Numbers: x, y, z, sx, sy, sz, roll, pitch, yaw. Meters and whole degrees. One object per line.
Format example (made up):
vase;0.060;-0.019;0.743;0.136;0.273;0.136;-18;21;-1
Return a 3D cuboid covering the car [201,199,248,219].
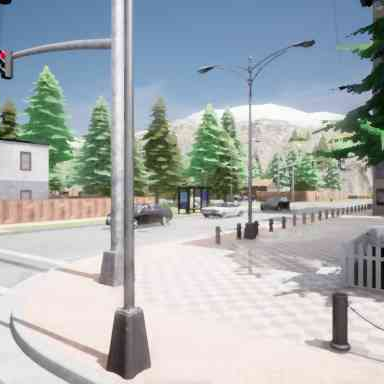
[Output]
car;2.822;1.585;29.272;1.895;1.301;4.718;0;0;37

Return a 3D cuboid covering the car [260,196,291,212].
car;9.572;1.336;38.101;2.097;1.767;4.553;0;0;38

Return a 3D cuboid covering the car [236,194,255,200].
car;12.935;1.144;77.994;1.932;1.855;4.605;0;0;36

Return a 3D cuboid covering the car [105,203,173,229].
car;-3.267;1.476;21.264;2.128;1.511;4.902;0;0;37

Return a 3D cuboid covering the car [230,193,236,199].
car;10.671;1.146;79.154;1.905;1.878;3.866;0;0;36
